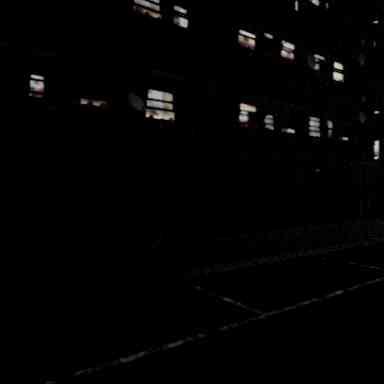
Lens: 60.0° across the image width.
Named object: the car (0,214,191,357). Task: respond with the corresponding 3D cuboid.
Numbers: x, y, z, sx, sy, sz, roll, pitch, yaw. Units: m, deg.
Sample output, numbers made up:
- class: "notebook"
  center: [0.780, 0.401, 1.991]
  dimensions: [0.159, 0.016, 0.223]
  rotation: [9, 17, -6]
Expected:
- class: "car"
  center: [-2.347, 1.315, 4.902]
  dimensions: [5.009, 1.841, 2.192]
  rotation: [0, -1, -35]
